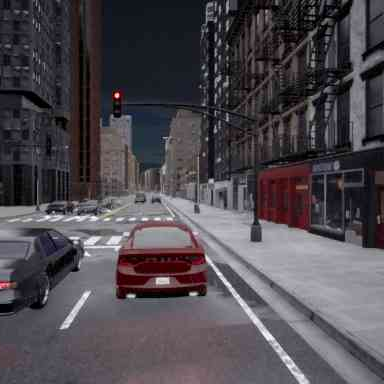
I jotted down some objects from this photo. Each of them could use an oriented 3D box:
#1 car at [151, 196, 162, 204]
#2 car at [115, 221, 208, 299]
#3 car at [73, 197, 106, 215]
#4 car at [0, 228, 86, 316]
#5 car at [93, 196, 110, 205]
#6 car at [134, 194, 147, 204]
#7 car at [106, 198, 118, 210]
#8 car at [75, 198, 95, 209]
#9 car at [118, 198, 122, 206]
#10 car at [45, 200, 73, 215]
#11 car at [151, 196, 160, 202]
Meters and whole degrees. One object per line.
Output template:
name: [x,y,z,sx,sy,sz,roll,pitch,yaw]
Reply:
car: [-7.014,1.534,65.159,1.837,1.490,4.892,0,0,-6]
car: [-0.788,1.478,8.556,1.882,1.535,5.008,0,0,-6]
car: [-10.243,1.516,33.562,1.837,1.490,4.892,0,0,-6]
car: [-3.895,1.547,7.691,2.033,1.411,5.357,0,0,-6]
car: [-16.513,1.573,61.037,2.033,1.411,5.357,0,0,-6]
car: [-10.371,1.630,65.939,1.895,1.301,4.718,0,0,-6]
car: [-11.393,1.522,43.933,1.837,1.490,4.892,0,0,-6]
car: [-14.940,1.545,46.542,1.812,1.442,4.674,0,0,-7]
car: [-12.504,1.624,54.022,1.895,1.301,4.718,0,0,-6]
car: [-13.647,1.559,34.770,2.033,1.411,5.357,0,0,-6]
car: [-8.259,1.573,75.463,2.033,1.411,5.357,0,0,-6]
